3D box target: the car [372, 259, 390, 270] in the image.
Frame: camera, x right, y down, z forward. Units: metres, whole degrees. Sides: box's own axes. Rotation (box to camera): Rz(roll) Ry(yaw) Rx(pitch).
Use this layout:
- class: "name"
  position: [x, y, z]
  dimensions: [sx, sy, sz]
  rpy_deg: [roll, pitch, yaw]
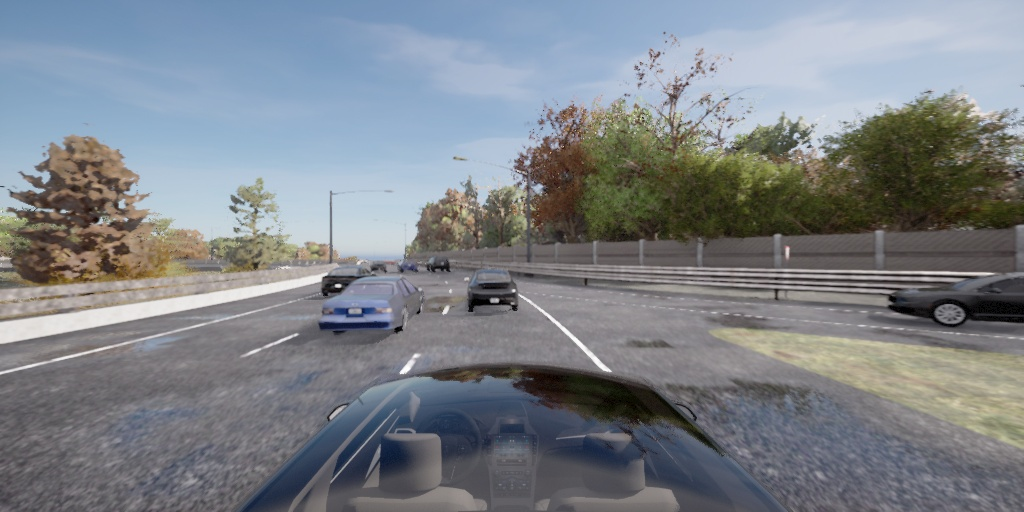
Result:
- class: "car"
  position: [-17.612, 1.371, 46.957]
  dimensions: [1.837, 1.490, 4.892]
  rpy_deg: [0, 0, -25]

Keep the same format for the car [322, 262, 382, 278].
- class: "car"
  position: [-8.719, 1.280, 19.573]
  dimensions: [1.882, 1.535, 5.008]
  rpy_deg: [0, 0, -10]

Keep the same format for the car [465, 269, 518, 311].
- class: "car"
  position: [-0.868, 1.273, 14.604]
  dimensions: [1.837, 1.490, 4.892]
  rpy_deg: [0, 0, -7]

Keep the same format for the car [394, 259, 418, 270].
- class: "car"
  position: [-13.699, 1.204, 46.842]
  dimensions: [2.097, 1.767, 4.553]
  rpy_deg: [0, 0, -24]

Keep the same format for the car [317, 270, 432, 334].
- class: "car"
  position: [-3.872, 1.322, 10.760]
  dimensions: [2.033, 1.411, 5.357]
  rpy_deg: [0, 0, -6]

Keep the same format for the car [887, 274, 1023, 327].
- class: "car"
  position: [13.821, 1.216, 9.862]
  dimensions: [4.892, 1.490, 1.837]
  rpy_deg: [0, 0, 33]

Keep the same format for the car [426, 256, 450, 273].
- class: "car"
  position: [-9.546, 1.058, 46.184]
  dimensions: [2.150, 2.045, 5.566]
  rpy_deg: [0, 0, -23]
